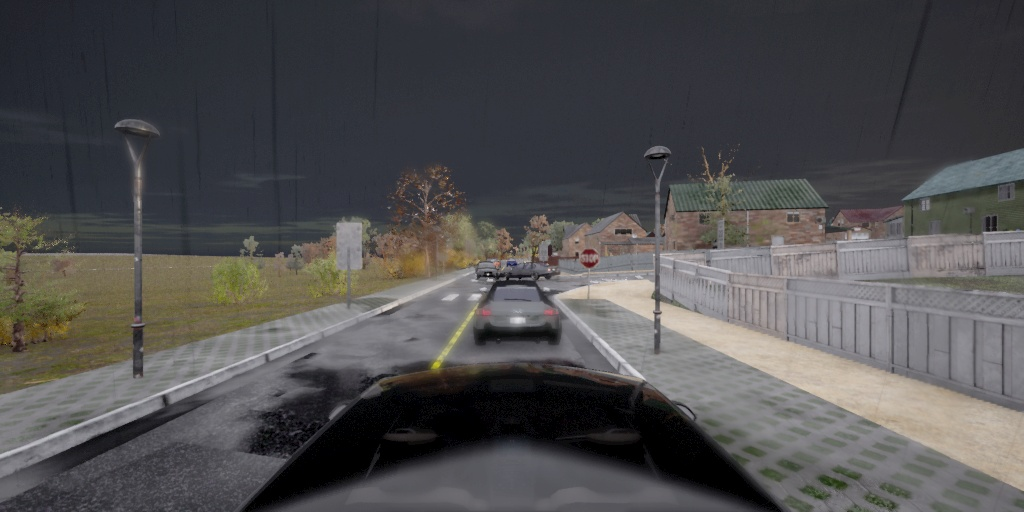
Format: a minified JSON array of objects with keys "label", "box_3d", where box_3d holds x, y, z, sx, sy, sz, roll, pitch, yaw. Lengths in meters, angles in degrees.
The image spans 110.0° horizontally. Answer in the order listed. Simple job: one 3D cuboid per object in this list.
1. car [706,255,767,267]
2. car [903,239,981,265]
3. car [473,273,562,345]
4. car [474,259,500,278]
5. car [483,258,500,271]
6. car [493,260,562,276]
[{"label":"car","box_3d":[14.373,0.413,22.867,4.181,1.385,1.994,-3,0,16]},{"label":"car","box_3d":[23.875,-0.208,20.452,4.902,1.511,2.128,-3,0,14]},{"label":"car","box_3d":[0.097,1.313,9.467,1.994,1.385,4.181,0,0,-1]},{"label":"car","box_3d":[-2.271,1.257,31.391,1.837,1.490,4.892,0,0,-8]},{"label":"car","box_3d":[-2.881,1.120,51.209,2.097,1.767,4.553,0,0,1]},{"label":"car","box_3d":[1.318,1.197,28.482,5.357,1.411,2.033,-4,-3,43]}]
